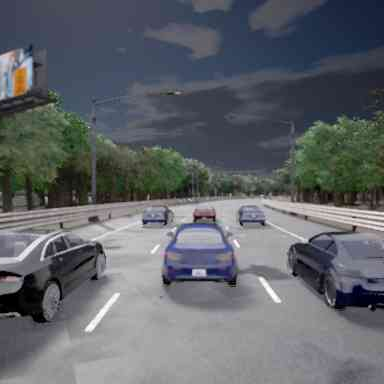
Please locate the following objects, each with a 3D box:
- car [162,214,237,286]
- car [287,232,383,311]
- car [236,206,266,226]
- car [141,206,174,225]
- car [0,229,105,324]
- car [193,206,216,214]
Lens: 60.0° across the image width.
[{"bbox_3d":[0.222,1.602,9.543,1.812,1.442,4.674,0,0,2],"label":"car"},{"bbox_3d":[3.687,1.629,7.963,1.994,1.385,4.181,0,0,1],"label":"car"},{"bbox_3d":[4.427,1.754,25.546,2.033,1.411,5.357,0,0,4],"label":"car"},{"bbox_3d":[-2.569,1.755,25.807,2.033,1.411,5.357,0,0,4],"label":"car"},{"bbox_3d":[-3.338,1.550,7.273,2.128,1.511,4.902,0,0,1],"label":"car"},{"bbox_3d":[1.174,1.836,29.135,1.895,1.301,4.718,0,0,4],"label":"car"}]
